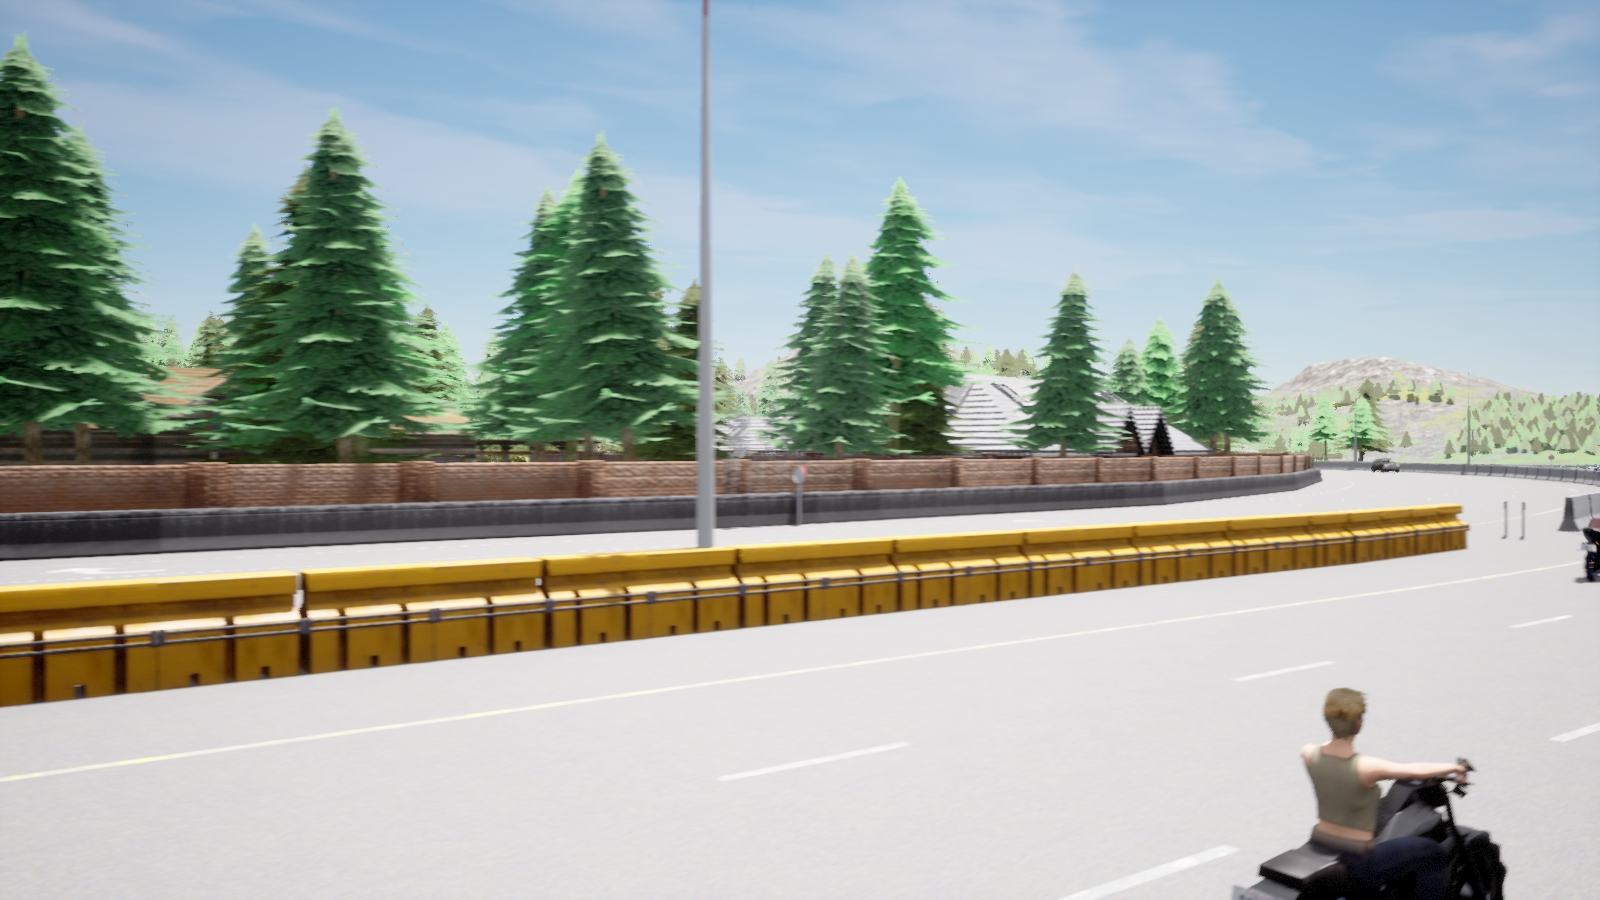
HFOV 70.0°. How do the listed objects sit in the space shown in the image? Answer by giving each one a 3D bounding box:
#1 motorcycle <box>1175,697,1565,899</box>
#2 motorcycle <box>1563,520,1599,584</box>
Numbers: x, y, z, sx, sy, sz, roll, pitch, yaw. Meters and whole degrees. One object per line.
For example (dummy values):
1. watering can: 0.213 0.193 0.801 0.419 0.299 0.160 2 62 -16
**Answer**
1. motorcycle: 2.995 2.145 5.883 2.356 1.325 0.764 0 0 -35
2. motorcycle: 17.570 2.205 24.918 2.209 1.251 0.867 0 0 -37
